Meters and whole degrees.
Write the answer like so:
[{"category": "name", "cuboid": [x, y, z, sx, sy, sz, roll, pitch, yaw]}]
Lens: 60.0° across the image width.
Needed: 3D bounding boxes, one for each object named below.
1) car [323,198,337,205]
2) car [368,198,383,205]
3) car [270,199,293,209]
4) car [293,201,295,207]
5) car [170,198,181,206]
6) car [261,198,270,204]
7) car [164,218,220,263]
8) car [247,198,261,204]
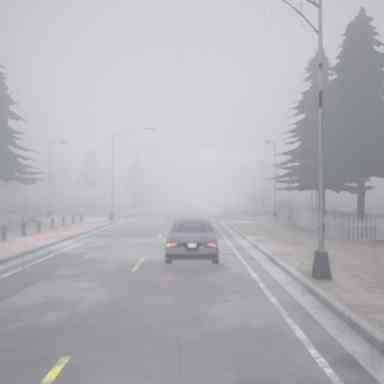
[{"category": "car", "cuboid": [29.112, 2.028, 70.415, 1.845, 1.501, 3.633, 0, -1, 0]}, {"category": "car", "cuboid": [39.104, 2.004, 70.274, 2.007, 1.523, 4.514, 0, -1, 0]}, {"category": "car", "cuboid": [13.957, 1.899, 52.152, 1.845, 1.501, 3.633, 0, -1, 0]}, {"category": "car", "cuboid": [17.011, 1.983, 59.542, 1.970, 1.475, 3.806, 0, -1, 0]}, {"category": "car", "cuboid": [-3.498, 2.055, 69.629, 2.097, 1.767, 4.553, 0, -1, 0]}, {"category": "car", "cuboid": [17.343, 2.117, 78.205, 2.152, 1.636, 5.027, 0, -1, 0]}, {"category": "car", "cuboid": [0.007, 1.675, 12.512, 2.033, 1.411, 5.357, 0, -1, 0]}, {"category": "car", "cuboid": [14.205, 2.126, 78.184, 2.007, 1.523, 4.514, 0, -1, 0]}]
